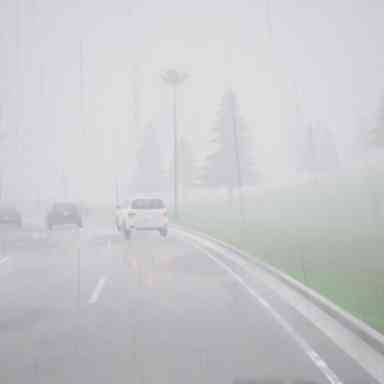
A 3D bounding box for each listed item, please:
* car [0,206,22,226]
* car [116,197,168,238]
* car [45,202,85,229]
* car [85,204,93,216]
[{"bbox_3d":[-13.575,1.724,24.247,1.994,1.385,4.181,0,0,-30],"label":"car"},{"bbox_3d":[-2.885,1.281,18.425,2.150,2.045,5.566,0,-1,-19],"label":"car"},{"bbox_3d":[-9.046,1.473,23.213,2.097,1.767,4.553,-1,0,-26],"label":"car"},{"bbox_3d":[-12.060,1.716,34.446,2.033,1.411,5.357,0,0,-38],"label":"car"}]
